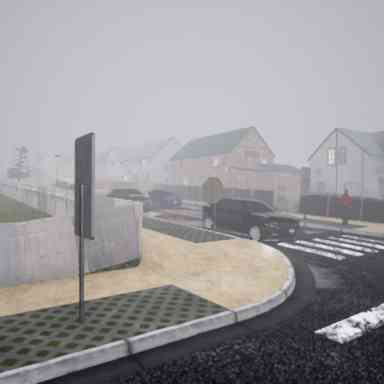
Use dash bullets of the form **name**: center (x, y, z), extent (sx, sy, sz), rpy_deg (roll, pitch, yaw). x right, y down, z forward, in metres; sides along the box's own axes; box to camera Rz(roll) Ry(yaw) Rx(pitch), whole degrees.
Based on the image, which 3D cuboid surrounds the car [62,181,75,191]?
- **car**: center (-11.291, -0.083, 33.638), extent (1.837, 1.490, 4.892), rpy_deg (0, 2, -35)

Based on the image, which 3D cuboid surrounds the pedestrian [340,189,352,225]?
- **pedestrian**: center (7.795, 0.759, 16.924), extent (0.375, 1.860, 0.375), rpy_deg (4, -2, -35)

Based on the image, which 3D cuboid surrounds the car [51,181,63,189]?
- **car**: center (-20.315, -0.998, 51.379), extent (1.837, 1.490, 4.892), rpy_deg (0, 3, -35)

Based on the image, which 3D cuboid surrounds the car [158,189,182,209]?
- **car**: center (-2.569, 0.472, 26.449), extent (1.812, 1.442, 4.674), rpy_deg (0, 3, -35)

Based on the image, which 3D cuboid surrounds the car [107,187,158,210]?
- **car**: center (-4.684, 0.460, 24.343), extent (1.837, 1.490, 4.892), rpy_deg (0, 2, -36)

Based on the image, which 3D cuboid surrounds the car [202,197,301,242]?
- **car**: center (2.333, 1.017, 14.166), extent (1.882, 1.535, 5.008), rpy_deg (1, 2, -31)
